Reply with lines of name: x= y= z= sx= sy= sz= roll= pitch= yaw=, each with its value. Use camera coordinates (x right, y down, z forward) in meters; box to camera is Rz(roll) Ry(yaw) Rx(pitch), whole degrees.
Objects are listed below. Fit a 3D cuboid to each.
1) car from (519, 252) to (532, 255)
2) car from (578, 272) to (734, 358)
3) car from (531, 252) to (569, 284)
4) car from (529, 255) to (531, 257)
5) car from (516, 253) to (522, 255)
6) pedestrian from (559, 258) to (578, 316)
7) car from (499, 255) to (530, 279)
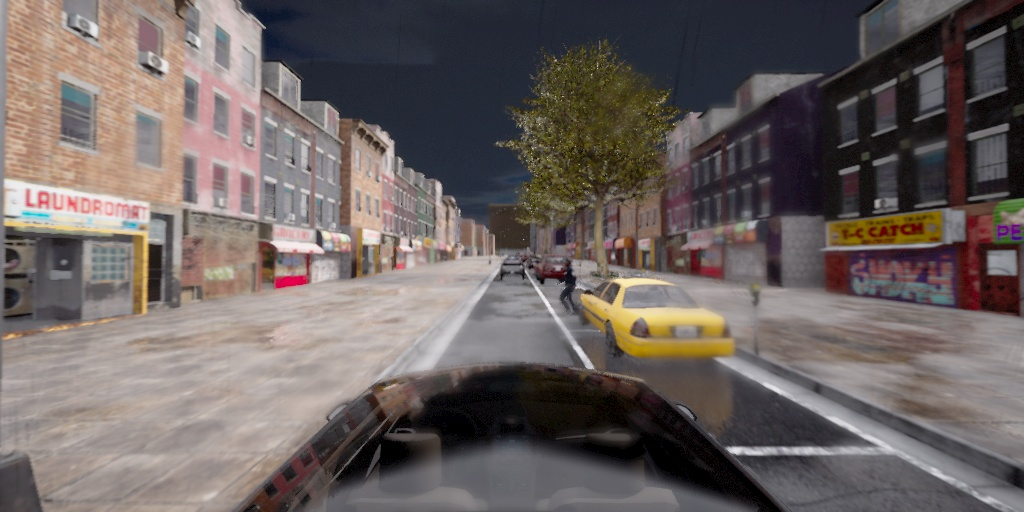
car: x=2.644 y=0.241 z=56.516 sx=2.192 sy=1.841 sz=5.009 roll=0 pitch=0 yaw=0
car: x=2.751 y=1.136 z=8.223 sx=1.801 sy=1.575 sz=5.366 roll=0 pitch=1 yaw=0
car: x=2.642 y=0.804 z=23.185 sx=2.192 sy=1.841 sz=5.009 roll=0 pitch=0 yaw=0
car: x=2.643 y=0.791 z=39.855 sx=1.948 sy=1.339 sz=4.313 roll=0 pitch=0 yaw=0
car: x=0.051 y=0.666 z=44.691 sx=1.812 sy=1.442 sz=4.674 roll=0 pitch=1 yaw=0
pedestrian: x=1.783 y=0.939 z=11.239 sx=0.375 sy=1.860 sz=0.375 roll=2 pitch=-1 yaw=0
car: x=0.053 y=0.914 z=27.819 sx=2.128 sy=1.511 sz=4.902 roll=0 pitch=1 yaw=1
